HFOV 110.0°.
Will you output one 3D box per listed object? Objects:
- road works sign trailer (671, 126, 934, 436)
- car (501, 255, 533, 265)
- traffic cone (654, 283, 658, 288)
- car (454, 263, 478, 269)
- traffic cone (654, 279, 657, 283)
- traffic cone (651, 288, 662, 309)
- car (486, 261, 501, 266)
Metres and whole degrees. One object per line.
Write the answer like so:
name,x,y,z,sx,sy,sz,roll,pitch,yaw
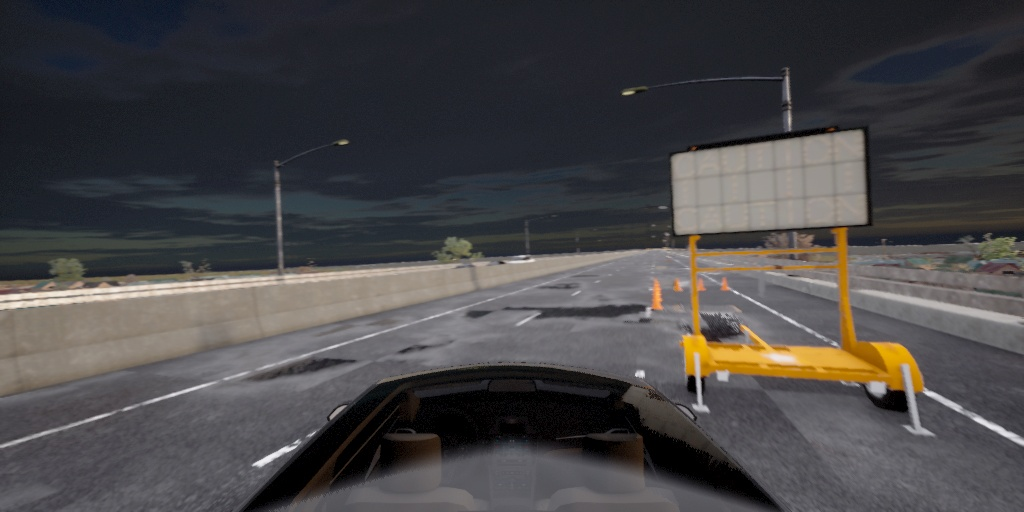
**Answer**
road works sign trailer,3.777,0.055,5.351,2.380,3.560,2.880,0,0,22
car,1.070,0.967,45.928,2.150,2.045,5.566,-3,0,22
traffic cone,5.739,1.471,14.260,0.340,0.580,0.340,0,0,22
car,-6.015,1.622,47.009,1.994,1.385,4.181,-3,0,22
traffic cone,6.481,1.441,16.117,0.340,0.580,0.340,0,0,22
traffic cone,4.996,1.501,12.403,0.340,0.580,0.340,0,0,22
car,-2.150,1.393,47.262,1.837,1.490,4.892,-3,0,22
